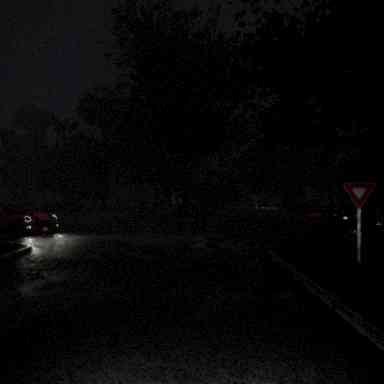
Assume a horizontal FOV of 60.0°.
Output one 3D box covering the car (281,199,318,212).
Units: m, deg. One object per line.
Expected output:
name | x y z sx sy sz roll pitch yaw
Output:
car | 12.859 1.598 40.057 2.128 1.511 4.902 0 -1 -26

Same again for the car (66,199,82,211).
car | -15.647 1.588 40.172 1.882 1.535 5.008 -1 -1 31

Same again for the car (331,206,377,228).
car | 11.080 1.627 22.658 1.994 1.385 4.181 0 0 42

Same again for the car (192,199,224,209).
car | 2.294 1.674 48.332 4.674 1.442 1.812 0 0 13

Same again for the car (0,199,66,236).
car | -9.662 1.404 19.003 4.553 1.767 2.097 0 0 34
